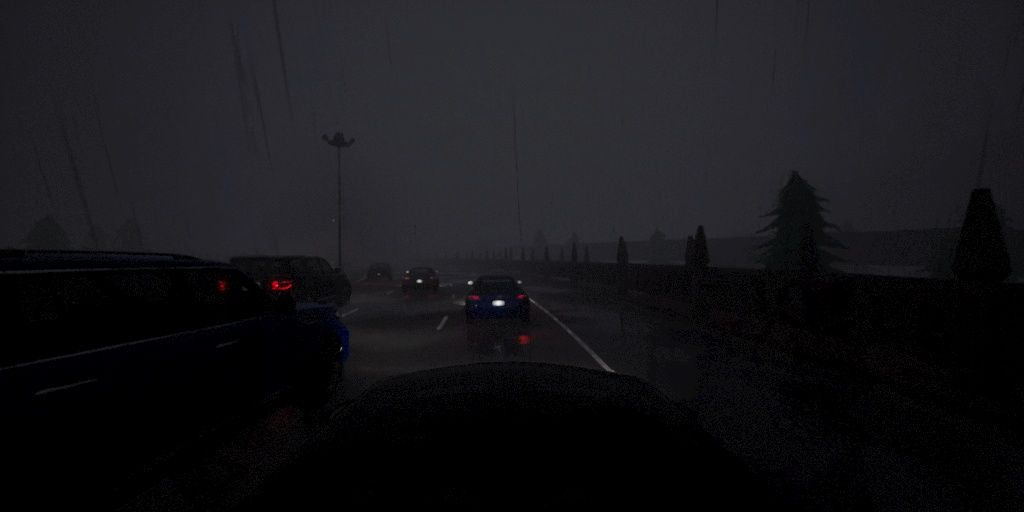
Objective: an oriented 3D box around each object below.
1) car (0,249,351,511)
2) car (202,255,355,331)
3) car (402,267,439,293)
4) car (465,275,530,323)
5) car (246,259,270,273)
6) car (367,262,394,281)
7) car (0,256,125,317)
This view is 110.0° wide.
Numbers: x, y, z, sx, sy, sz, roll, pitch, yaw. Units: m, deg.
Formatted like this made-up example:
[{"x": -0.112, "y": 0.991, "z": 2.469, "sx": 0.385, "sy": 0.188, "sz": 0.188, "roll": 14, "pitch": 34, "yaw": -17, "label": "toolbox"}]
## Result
[{"x": -3.534, "y": 0.980, "z": 3.060, "sx": 2.150, "sy": 2.045, "sz": 5.566, "roll": 0, "pitch": 0, "yaw": 0, "label": "car"}, {"x": -7.548, "y": 1.001, "z": 12.536, "sx": 2.150, "sy": 2.045, "sz": 5.566, "roll": 0, "pitch": 0, "yaw": -6, "label": "car"}, {"x": -5.373, "y": 1.343, "z": 21.391, "sx": 1.994, "sy": 1.385, "sz": 4.181, "roll": 0, "pitch": 0, "yaw": -11, "label": "car"}, {"x": -0.562, "y": 1.321, "z": 12.250, "sx": 1.994, "sy": 1.385, "sz": 4.181, "roll": 0, "pitch": 0, "yaw": -5, "label": "car"}, {"x": -34.648, "y": 1.334, "z": 49.043, "sx": 2.097, "sy": 1.767, "sz": 4.553, "roll": 0, "pitch": 0, "yaw": -28, "label": "car"}, {"x": -11.232, "y": 1.291, "z": 30.759, "sx": 1.882, "sy": 1.535, "sz": 5.008, "roll": 0, "pitch": 0, "yaw": -16, "label": "car"}, {"x": -18.401, "y": 1.039, "z": 13.506, "sx": 2.150, "sy": 2.045, "sz": 5.566, "roll": 0, "pitch": 0, "yaw": -7, "label": "car"}]
